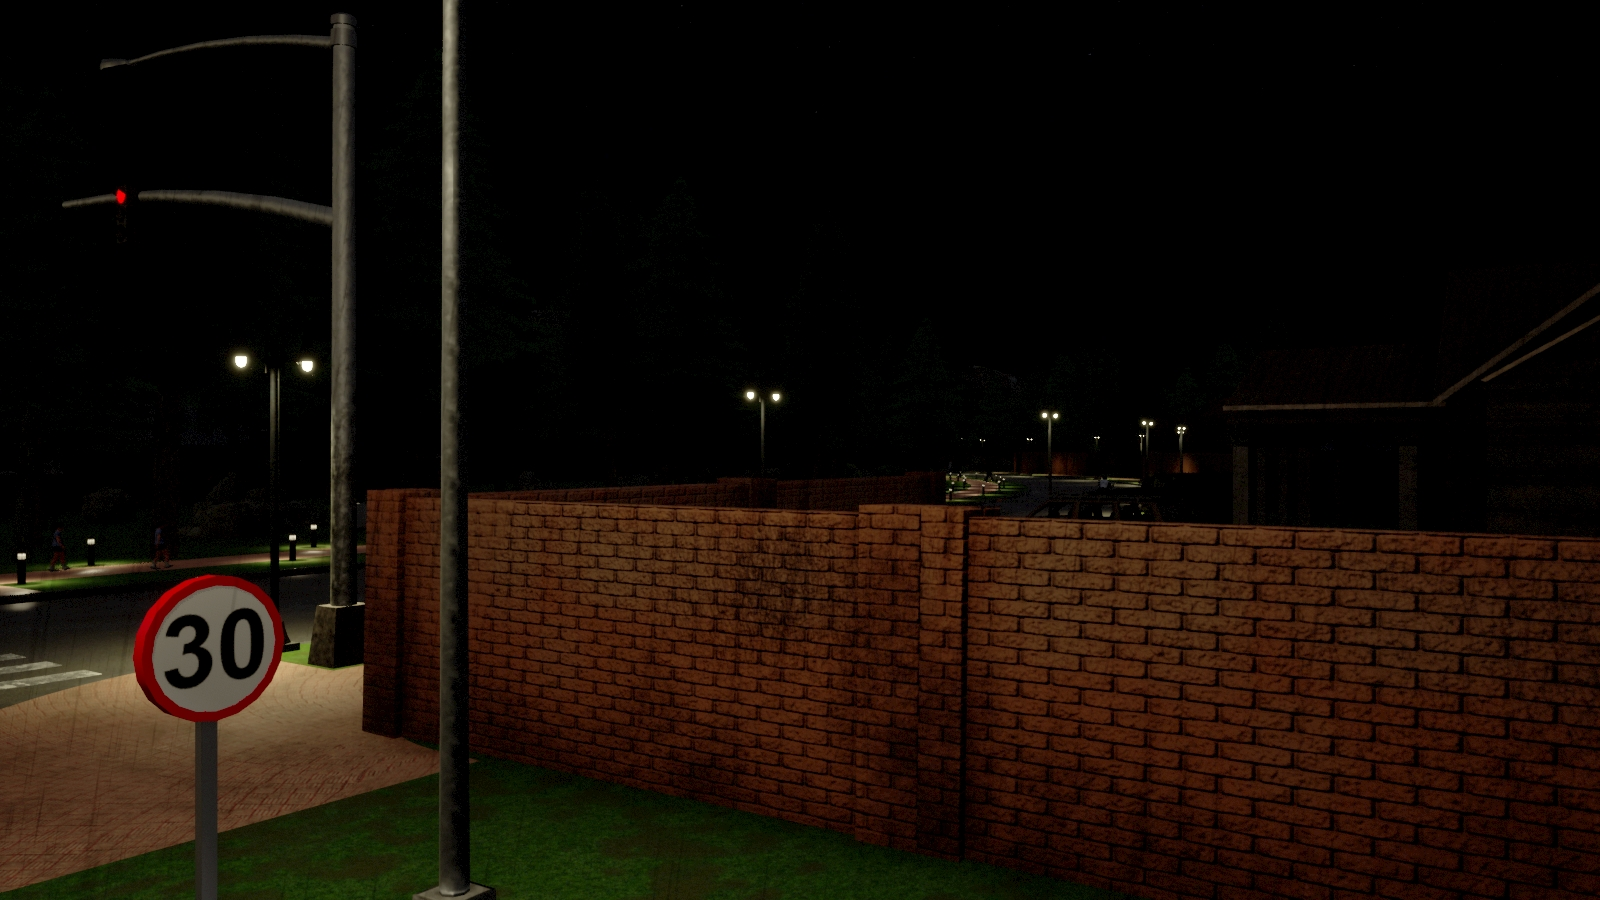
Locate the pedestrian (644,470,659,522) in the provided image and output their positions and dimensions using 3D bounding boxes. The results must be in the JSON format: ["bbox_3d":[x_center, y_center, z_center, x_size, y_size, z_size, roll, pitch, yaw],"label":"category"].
[{"bbox_3d":[-5.344,1.662,41.178,0.375,1.860,0.375,0,0,41],"label":"pedestrian"}]

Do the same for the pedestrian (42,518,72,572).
[{"bbox_3d":[-16.088,2.044,24.727,0.500,1.100,0.500,0,0,-39],"label":"pedestrian"}]

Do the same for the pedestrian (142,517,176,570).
[{"bbox_3d":[-14.102,2.044,25.136,0.500,1.100,0.500,0,0,39],"label":"pedestrian"}]
